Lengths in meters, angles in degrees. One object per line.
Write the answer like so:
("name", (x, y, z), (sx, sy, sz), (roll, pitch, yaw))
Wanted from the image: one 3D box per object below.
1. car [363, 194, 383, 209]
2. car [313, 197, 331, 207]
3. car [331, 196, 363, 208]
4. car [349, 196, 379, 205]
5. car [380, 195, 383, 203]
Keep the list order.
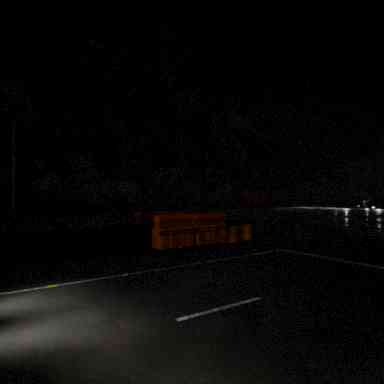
("car", (24.586, 1.330, 43.047), (4.892, 1.490, 1.837), (0, 0, -35))
("car", (19.573, 1.432, 48.069), (4.718, 1.301, 1.895), (0, 0, -35))
("car", (21.518, 1.336, 45.158), (4.892, 1.490, 1.837), (0, 0, -35))
("car", (28.006, 1.333, 54.055), (5.357, 1.411, 2.033), (0, 0, -35))
("car", (35.977, 1.234, 59.664), (4.902, 1.511, 2.128), (0, 0, -36))
